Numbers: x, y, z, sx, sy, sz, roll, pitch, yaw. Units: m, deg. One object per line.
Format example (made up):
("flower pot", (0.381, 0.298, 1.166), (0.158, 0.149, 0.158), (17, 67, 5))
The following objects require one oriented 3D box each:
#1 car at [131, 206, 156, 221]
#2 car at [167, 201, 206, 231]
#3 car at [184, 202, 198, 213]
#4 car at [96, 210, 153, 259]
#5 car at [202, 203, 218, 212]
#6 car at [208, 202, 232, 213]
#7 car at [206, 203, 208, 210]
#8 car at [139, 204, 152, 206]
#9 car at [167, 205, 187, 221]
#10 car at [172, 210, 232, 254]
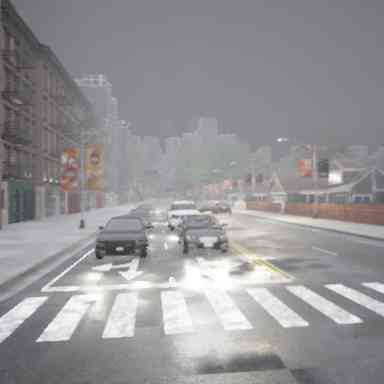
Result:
("car", (-3.791, 2.011, 24.133), (1.837, 1.490, 4.892), (-1, -1, -6))
("car", (-0.606, 1.706, 24.869), (2.150, 2.045, 5.566), (-1, -1, -6))
("car", (-0.270, 2.518, 54.971), (1.882, 1.535, 5.008), (-1, -1, -6))
("car", (-2.794, 1.785, 14.202), (1.882, 1.535, 5.008), (-1, -1, -6))
("car", (2.964, 2.575, 55.296), (1.994, 1.385, 4.181), (-1, -1, -6))
("car", (3.972, 2.168, 45.284), (2.097, 1.767, 4.553), (-1, -1, -6))
("car", (0.631, 2.365, 46.423), (2.128, 1.511, 4.902), (-1, -1, -5))
("car", (-4.807, 2.061, 34.305), (2.097, 1.767, 4.553), (-1, -1, -5))
("car", (-1.655, 2.173, 35.446), (1.882, 1.535, 5.008), (-1, -1, -5))
("car", (0.391, 1.779, 15.036), (2.128, 1.511, 4.902), (-1, -1, -6))
